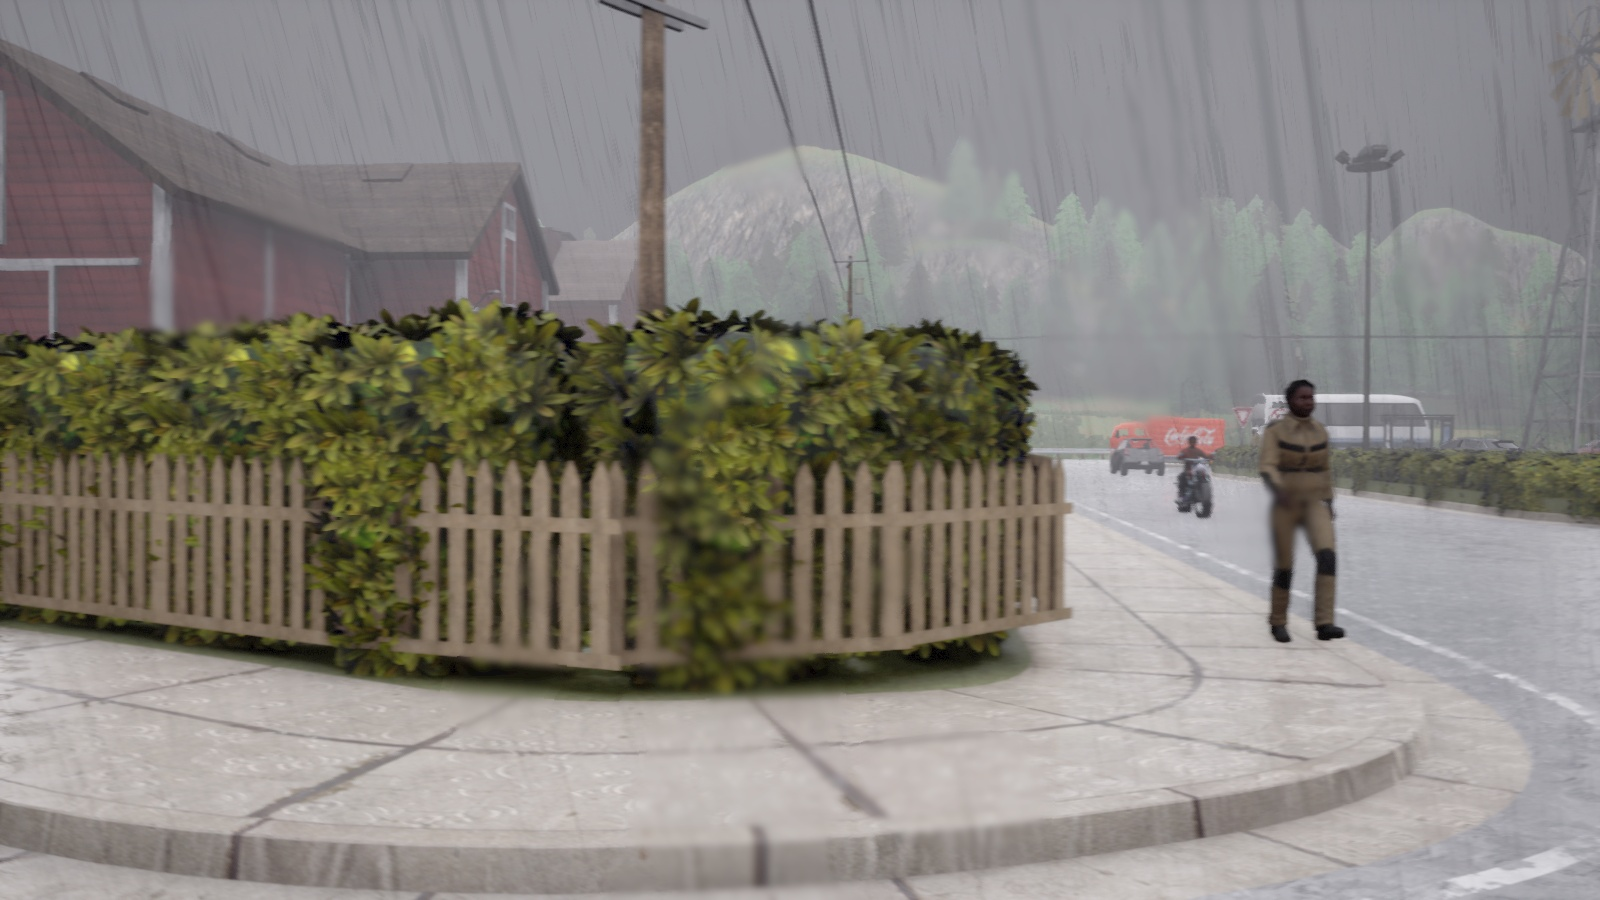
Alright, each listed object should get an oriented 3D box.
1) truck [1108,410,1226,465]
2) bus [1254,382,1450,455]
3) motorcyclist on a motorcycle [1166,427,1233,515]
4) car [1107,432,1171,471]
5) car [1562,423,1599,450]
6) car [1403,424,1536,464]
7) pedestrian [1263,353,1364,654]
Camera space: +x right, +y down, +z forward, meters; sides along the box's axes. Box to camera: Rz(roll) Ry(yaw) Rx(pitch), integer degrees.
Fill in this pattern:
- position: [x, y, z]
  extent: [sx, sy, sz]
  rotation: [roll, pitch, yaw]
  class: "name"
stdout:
- position: [17.237, -0.592, 59.121]
  extent: [5.204, 2.467, 2.627]
  rotation: [0, 2, 16]
  class: "truck"
- position: [33.753, -1.911, 77.192]
  extent: [10.273, 4.253, 3.944]
  rotation: [-1, 1, 5]
  class: "bus"
- position: [7.904, 0.377, 24.934]
  extent: [0.766, 1.649, 2.350]
  rotation: [-1, 1, 5]
  class: "motorcyclist on a motorcycle"
- position: [13.636, 0.050, 50.712]
  extent: [1.845, 1.501, 3.633]
  rotation: [-1, 1, 5]
  class: "car"
- position: [50.539, -0.861, 79.079]
  extent: [3.988, 1.617, 1.851]
  rotation: [-1, 1, 15]
  class: "car"
- position: [28.946, -0.263, 54.466]
  extent: [2.033, 1.649, 4.856]
  rotation: [0, 1, -24]
  class: "car"
- position: [3.428, 0.342, 8.417]
  extent: [0.396, 1.930, 0.692]
  rotation: [-1, 1, 2]
  class: "pedestrian"
